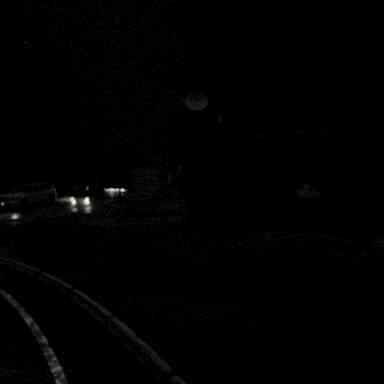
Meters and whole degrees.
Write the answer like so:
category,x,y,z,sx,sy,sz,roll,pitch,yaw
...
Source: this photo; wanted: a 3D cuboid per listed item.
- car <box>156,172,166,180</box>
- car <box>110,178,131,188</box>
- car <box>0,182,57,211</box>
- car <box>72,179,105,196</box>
category,x,y,z,sx,sy,sz,roll,pitch,yaw
car,-6.122,-3.249,66.895,1.882,1.535,5.008,0,5,-3
car,-10.225,-1.323,47.724,1.994,1.385,4.181,0,6,6
car,-13.983,0.288,28.477,2.150,2.045,5.566,0,6,14
car,-11.783,-0.559,38.011,2.097,1.767,4.553,0,6,11
